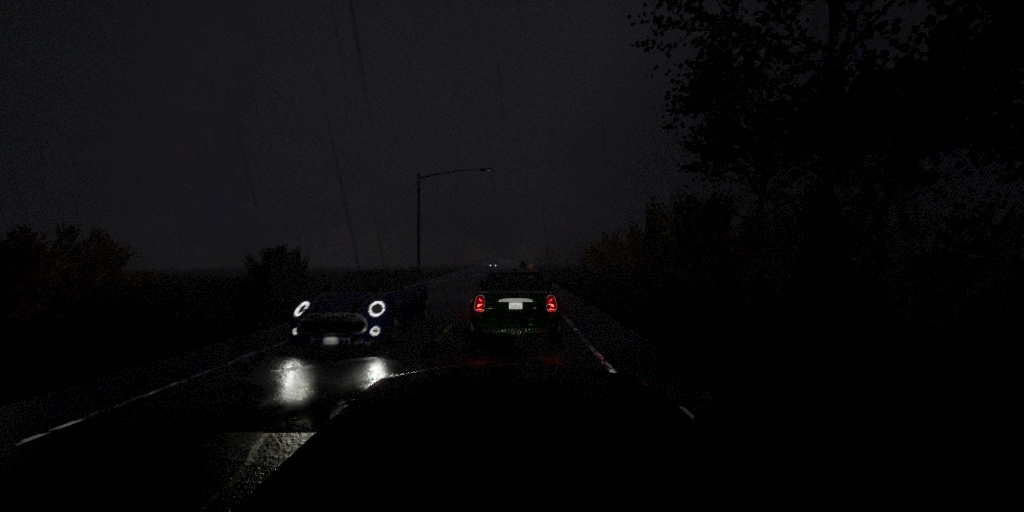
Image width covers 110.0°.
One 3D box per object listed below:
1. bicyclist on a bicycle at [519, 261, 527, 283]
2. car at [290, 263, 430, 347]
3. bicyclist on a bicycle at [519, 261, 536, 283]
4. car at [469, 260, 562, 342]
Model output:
[{"bbox_3d":[0.840,1.193,27.354,0.582,1.620,1.656,0,0,0],"label":"bicyclist on a bicycle"},{"bbox_3d":[-3.626,1.099,9.399,2.097,1.767,4.553,0,0,0],"label":"car"},{"bbox_3d":[0.903,1.181,17.237,0.866,1.612,1.509,0,0,0],"label":"bicyclist on a bicycle"},{"bbox_3d":[0.072,1.099,9.893,2.097,1.767,4.553,0,0,0],"label":"car"}]
